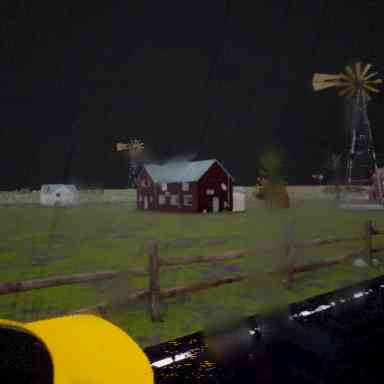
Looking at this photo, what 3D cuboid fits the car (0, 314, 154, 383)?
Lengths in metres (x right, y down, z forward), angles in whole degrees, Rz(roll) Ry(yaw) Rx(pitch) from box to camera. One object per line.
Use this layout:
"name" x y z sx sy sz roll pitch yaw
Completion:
"car" -2.502 1.481 1.276 5.008 1.535 1.882 0 0 -35
